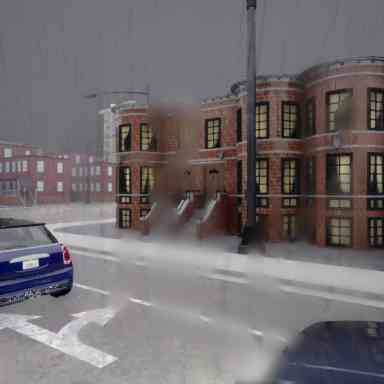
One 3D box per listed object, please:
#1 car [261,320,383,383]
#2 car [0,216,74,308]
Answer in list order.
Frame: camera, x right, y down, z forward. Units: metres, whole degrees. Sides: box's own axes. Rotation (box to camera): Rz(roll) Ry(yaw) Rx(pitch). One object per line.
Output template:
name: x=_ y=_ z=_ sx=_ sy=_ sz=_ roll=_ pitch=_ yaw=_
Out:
car: x=3.056 y=1.547 z=1.809 sx=5.357 sy=1.411 sz=2.033 roll=0 pitch=0 yaw=36
car: x=-4.716 y=1.352 z=7.355 sx=4.553 sy=1.767 sz=2.097 roll=0 pitch=0 yaw=35
